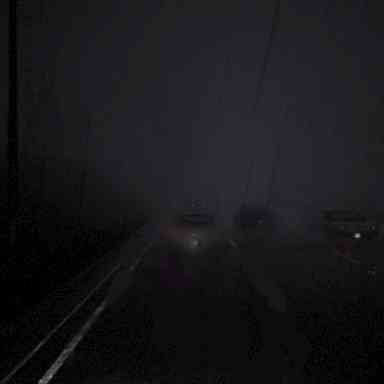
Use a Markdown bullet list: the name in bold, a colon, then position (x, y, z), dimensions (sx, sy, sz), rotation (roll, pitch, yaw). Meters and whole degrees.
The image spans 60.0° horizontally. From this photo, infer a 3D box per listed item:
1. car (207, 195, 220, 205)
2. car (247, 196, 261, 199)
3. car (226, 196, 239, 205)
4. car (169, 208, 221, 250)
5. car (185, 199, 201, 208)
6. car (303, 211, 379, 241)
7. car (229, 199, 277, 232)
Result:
- **car**: position (3.611, 1.243, 56.646), dimensions (2.097, 1.767, 4.553), rotation (0, 0, 0)
- **car**: position (10.611, 1.395, 56.361), dimensions (1.837, 1.490, 4.892), rotation (0, 0, 0)
- **car**: position (7.112, 1.365, 58.063), dimensions (1.882, 1.535, 5.008), rotation (0, 0, 0)
- **car**: position (0.102, 1.574, 14.139), dimensions (1.895, 1.301, 4.718), rotation (0, 0, 0)
- **car**: position (0.108, 1.487, 40.372), dimensions (1.994, 1.385, 4.181), rotation (0, 0, 0)
- **car**: position (7.097, 1.568, 16.485), dimensions (1.895, 1.301, 4.718), rotation (0, 0, 0)
- **car**: position (3.603, 1.439, 19.703), dimensions (1.882, 1.535, 5.008), rotation (0, 0, 0)
